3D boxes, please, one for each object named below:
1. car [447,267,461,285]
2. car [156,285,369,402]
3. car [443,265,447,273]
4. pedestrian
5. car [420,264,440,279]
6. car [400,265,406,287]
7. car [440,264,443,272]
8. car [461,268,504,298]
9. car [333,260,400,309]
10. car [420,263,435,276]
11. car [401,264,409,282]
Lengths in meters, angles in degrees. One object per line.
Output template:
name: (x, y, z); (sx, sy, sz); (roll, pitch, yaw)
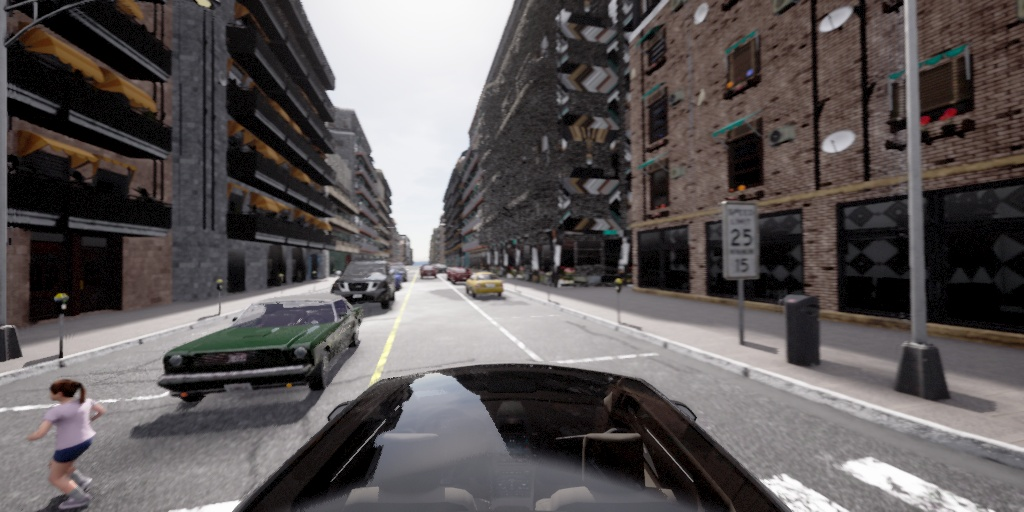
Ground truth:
car: (-4.389, 1.718, 31.444); (1.888, 1.381, 4.507); (0, 0, -14)
car: (-4.165, 1.460, 6.877); (1.895, 1.301, 4.718); (0, -1, -14)
car: (-5.775, 1.809, 36.932); (1.888, 1.381, 4.507); (0, 0, -14)
pedestrian: (-3.612, 1.480, 2.979); (0.500, 1.100, 0.500); (0, -1, -14)
car: (-9.861, 1.914, 42.543); (1.812, 1.442, 4.674); (0, -1, -14)
car: (-9.027, 1.634, 26.157); (1.882, 1.535, 5.008); (0, -1, -14)
car: (-11.319, 2.180, 58.890); (2.007, 1.370, 4.403); (0, 0, -14)
car: (-1.659, 1.522, 20.632); (1.751, 1.417, 4.829); (0, 0, -14)
car: (-6.583, 1.225, 16.459); (2.150, 2.045, 5.566); (0, -1, -14)
car: (-12.544, 1.917, 53.139); (2.097, 1.767, 4.553); (0, -1, -14)
car: (-11.531, 1.827, 36.248); (1.837, 1.490, 4.892); (0, -1, -14)
